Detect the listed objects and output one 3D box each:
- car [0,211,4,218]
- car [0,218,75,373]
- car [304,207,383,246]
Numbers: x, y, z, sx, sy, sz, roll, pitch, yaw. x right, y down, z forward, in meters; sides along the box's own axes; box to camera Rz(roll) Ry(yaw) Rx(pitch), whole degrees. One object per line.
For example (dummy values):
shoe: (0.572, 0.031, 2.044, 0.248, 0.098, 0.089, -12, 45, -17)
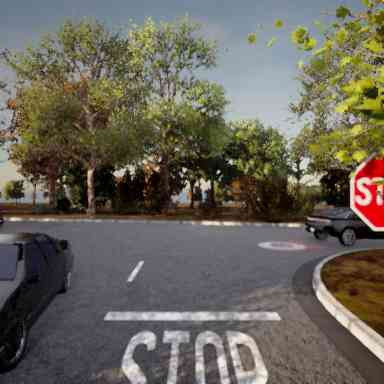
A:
car: (-10.960, 0.976, 14.678, 5.008, 1.535, 1.882, 1, 0, 0)
car: (-3.320, 1.454, 5.619, 2.033, 1.411, 5.357, 0, 1, -9)
car: (7.261, 1.392, 14.262, 4.902, 1.511, 2.128, 2, 0, -16)
